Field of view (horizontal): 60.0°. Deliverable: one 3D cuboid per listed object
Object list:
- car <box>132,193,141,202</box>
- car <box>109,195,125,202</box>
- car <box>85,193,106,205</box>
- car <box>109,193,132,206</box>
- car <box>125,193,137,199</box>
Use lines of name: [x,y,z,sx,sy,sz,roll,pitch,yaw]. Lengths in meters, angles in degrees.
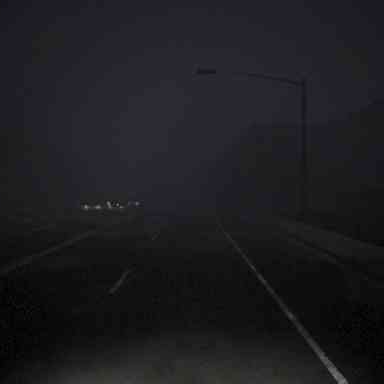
car: [-10.525,1.062,60.842,1.882,1.535,5.008,0,0,0]
car: [-14.009,1.177,62.042,1.895,1.301,4.718,0,0,0]
car: [-14.055,1.020,48.608,2.097,1.767,4.553,0,0,1]
car: [-10.557,1.147,48.363,1.882,1.535,5.008,0,0,0]
car: [-14.003,0.827,76.652,1.994,1.385,4.181,0,0,0]
